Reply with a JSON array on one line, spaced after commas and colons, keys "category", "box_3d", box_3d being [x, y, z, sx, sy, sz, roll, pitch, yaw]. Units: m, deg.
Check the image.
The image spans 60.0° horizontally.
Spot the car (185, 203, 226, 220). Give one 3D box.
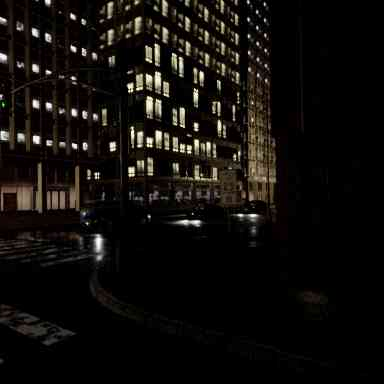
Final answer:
[{"category": "car", "box_3d": [1.216, 1.649, 29.072, 1.994, 1.385, 4.181, -1, -1, 36]}]

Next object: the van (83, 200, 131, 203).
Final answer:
[{"category": "van", "box_3d": [-5.988, 1.460, 23.505, 1.690, 1.788, 3.998, -2, -1, 36]}]

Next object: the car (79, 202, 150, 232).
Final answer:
[{"category": "car", "box_3d": [-4.646, 1.571, 20.970, 1.837, 1.490, 4.892, -1, -1, 33]}]

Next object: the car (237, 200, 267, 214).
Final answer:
[{"category": "car", "box_3d": [7.115, 1.632, 37.259, 1.812, 1.442, 4.674, -1, -1, 36]}]
